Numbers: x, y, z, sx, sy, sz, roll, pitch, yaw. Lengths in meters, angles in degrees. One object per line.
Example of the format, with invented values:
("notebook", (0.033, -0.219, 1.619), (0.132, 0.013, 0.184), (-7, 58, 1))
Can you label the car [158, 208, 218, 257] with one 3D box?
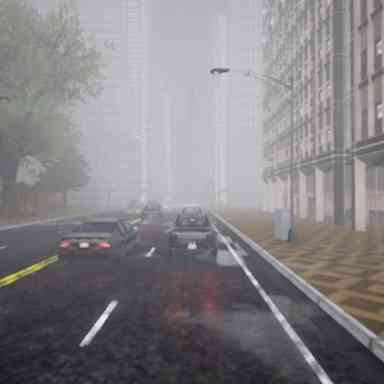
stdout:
("car", (0.019, 1.632, 13.513), (2.128, 1.511, 4.902), (0, 0, 0))

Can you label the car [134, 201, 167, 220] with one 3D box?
("car", (-3.230, 1.800, 28.512), (2.128, 1.511, 4.902), (0, -1, 0))

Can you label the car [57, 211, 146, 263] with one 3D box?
("car", (-3.240, 1.676, 12.544), (2.033, 1.411, 5.357), (0, -1, 0))

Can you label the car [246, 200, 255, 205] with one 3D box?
("car", (17.094, 2.754, 90.820), (4.829, 1.417, 1.752), (0, -1, 2))

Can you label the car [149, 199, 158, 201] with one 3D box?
("car", (-6.570, 2.041, 56.782), (2.097, 1.767, 4.553), (0, -1, 0))

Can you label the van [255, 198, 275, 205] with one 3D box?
("van", (18.364, 2.453, 82.651), (3.998, 1.788, 1.690), (0, -1, 2))

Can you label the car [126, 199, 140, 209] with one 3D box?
("car", (-9.820, 2.041, 56.783), (2.097, 1.767, 4.553), (0, -1, 0))
